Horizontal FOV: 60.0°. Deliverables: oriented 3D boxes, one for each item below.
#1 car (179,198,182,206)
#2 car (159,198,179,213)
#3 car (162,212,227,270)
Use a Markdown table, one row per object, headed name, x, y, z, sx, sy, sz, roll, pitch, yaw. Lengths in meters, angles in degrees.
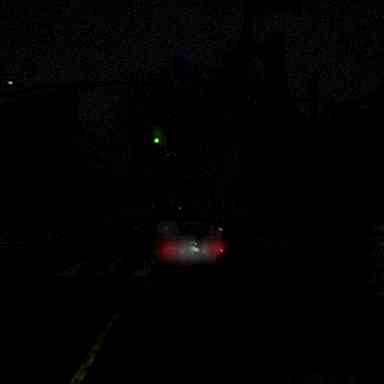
| name | x | y | z | sx | sy | sz | roll | pitch | yaw |
| --- | --- | --- | --- | --- | --- | --- | --- | --- | --- |
| car | -2.760 | 1.888 | 63.149 | 2.033 | 1.411 | 5.357 | 0 | -1 | 0 |
| car | -2.847 | 1.598 | 39.573 | 1.882 | 1.535 | 5.008 | 0 | 0 | 0 |
| car | 0.066 | 1.584 | 11.031 | 2.033 | 1.411 | 5.357 | 0 | -1 | 0 |
